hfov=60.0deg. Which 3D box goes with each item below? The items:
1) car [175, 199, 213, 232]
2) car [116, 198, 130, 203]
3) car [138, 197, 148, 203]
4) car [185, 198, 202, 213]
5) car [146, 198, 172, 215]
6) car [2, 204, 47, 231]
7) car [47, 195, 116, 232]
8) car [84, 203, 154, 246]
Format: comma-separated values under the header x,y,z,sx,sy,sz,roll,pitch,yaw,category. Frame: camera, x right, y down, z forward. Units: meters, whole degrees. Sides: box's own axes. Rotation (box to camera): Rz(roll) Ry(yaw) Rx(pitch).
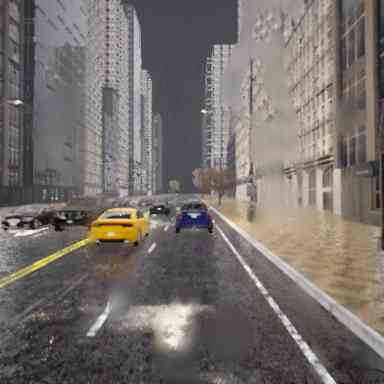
x,y,z,sx,sy,sz,roll,pitch,yaw,category
0.114,1.365,20.387,2.097,1.767,4.553,0,0,0,car
-9.780,1.534,45.675,2.128,1.511,4.902,0,0,0,car
-6.520,1.531,47.302,2.128,1.511,4.902,0,0,1,car
0.129,1.502,38.746,1.882,1.535,5.008,0,0,0,car
-3.125,1.589,33.742,1.994,1.385,4.181,0,0,0,car
-9.835,1.517,20.740,2.128,1.511,4.902,0,0,0,car
-6.585,1.243,20.679,2.150,2.045,5.566,0,0,0,car
-3.143,1.491,15.431,1.882,1.535,5.008,0,0,0,car
